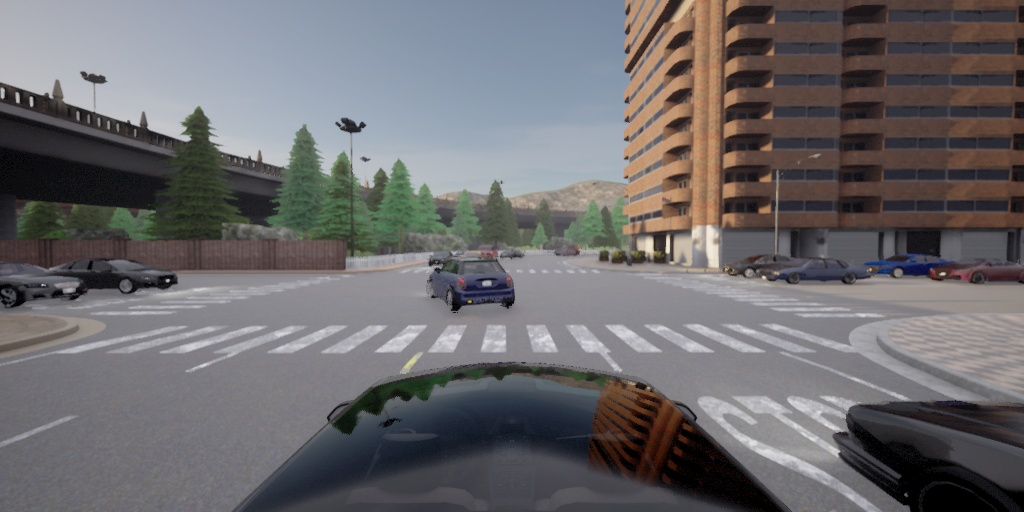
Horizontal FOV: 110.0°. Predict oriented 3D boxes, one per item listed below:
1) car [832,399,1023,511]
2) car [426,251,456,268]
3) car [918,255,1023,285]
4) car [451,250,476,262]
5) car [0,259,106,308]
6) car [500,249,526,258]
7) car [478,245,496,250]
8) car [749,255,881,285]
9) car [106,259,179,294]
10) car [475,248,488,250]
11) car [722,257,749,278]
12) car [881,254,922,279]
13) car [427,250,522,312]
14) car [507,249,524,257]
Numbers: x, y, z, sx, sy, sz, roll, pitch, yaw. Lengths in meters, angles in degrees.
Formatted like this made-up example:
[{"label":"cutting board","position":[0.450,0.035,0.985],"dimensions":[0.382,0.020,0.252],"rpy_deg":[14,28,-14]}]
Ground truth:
[{"label":"car","position":[3.589,1.334,0.462],"dimensions":[2.033,1.411,5.357],"rpy_deg":[0,2,0]},{"label":"car","position":[-6.893,0.242,35.506],"dimensions":[1.837,1.490,4.892],"rpy_deg":[0,2,2]},{"label":"car","position":[25.986,0.819,19.965],"dimensions":[4.181,1.385,1.994],"rpy_deg":[0,2,0]},{"label":"car","position":[-6.061,0.001,45.504],"dimensions":[1.994,1.385,4.181],"rpy_deg":[0,2,10]},{"label":"car","position":[-18.274,0.966,12.815],"dimensions":[4.902,1.511,2.128],"rpy_deg":[0,2,0]},{"label":"car","position":[0.226,-0.485,60.411],"dimensions":[1.812,1.442,4.674],"rpy_deg":[1,2,37]},{"label":"car","position":[-3.086,-0.259,42.761],"dimensions":[2.150,2.045,5.566],"rpy_deg":[0,2,7]},{"label":"car","position":[16.677,0.804,19.960],"dimensions":[5.357,1.411,2.033],"rpy_deg":[0,2,0]},{"label":"car","position":[-18.127,0.874,16.333],"dimensions":[4.892,1.490,1.837],"rpy_deg":[0,2,-1]},{"label":"car","position":[-3.568,0.294,32.850],"dimensions":[1.882,1.535,5.008],"rpy_deg":[0,2,1]},{"label":"car","position":[16.431,0.656,23.477],"dimensions":[4.892,1.490,1.837],"rpy_deg":[0,2,0]},{"label":"car","position":[25.914,0.628,23.463],"dimensions":[5.008,1.535,1.882],"rpy_deg":[0,2,0]},{"label":"car","position":[-1.665,0.805,13.060],"dimensions":[2.097,1.767,4.553],"rpy_deg":[-1,2,-24]},{"label":"car","position":[-0.073,-0.299,53.053],"dimensions":[2.128,1.511,4.902],"rpy_deg":[1,2,27]}]
